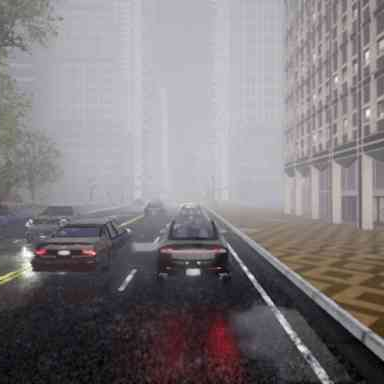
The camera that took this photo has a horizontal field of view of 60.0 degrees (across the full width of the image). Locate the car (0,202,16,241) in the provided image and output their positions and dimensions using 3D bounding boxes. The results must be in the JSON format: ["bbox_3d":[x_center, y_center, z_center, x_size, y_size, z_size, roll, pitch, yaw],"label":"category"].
[{"bbox_3d":[-9.929,1.426,17.088,2.097,1.767,4.553,0,0,0],"label":"car"}]

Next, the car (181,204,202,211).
[{"bbox_3d":[-0.046,1.745,29.383,1.895,1.301,4.718,0,0,0],"label":"car"}]

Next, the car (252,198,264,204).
[{"bbox_3d":[16.711,2.081,79.044,4.829,1.417,1.752,0,0,2],"label":"car"}]

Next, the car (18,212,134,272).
[{"bbox_3d":[-3.216,1.591,10.870,2.033,1.411,5.357,0,0,0],"label":"car"}]

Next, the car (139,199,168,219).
[{"bbox_3d":[-3.303,1.648,30.978,2.128,1.511,4.902,0,0,0],"label":"car"}]

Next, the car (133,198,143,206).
[{"bbox_3d":[-10.053,1.937,63.636,1.882,1.535,5.008,0,-1,0],"label":"car"}]

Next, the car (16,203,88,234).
[{"bbox_3d":[-6.680,1.426,17.106,2.097,1.767,4.553,0,0,0],"label":"car"}]

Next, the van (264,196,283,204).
[{"bbox_3d":[18.020,1.837,70.880,3.998,1.788,1.690,0,0,2],"label":"van"}]

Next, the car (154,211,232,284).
[{"bbox_3d":[0.033,1.530,9.629,2.128,1.511,4.902,0,0,0],"label":"car"}]
